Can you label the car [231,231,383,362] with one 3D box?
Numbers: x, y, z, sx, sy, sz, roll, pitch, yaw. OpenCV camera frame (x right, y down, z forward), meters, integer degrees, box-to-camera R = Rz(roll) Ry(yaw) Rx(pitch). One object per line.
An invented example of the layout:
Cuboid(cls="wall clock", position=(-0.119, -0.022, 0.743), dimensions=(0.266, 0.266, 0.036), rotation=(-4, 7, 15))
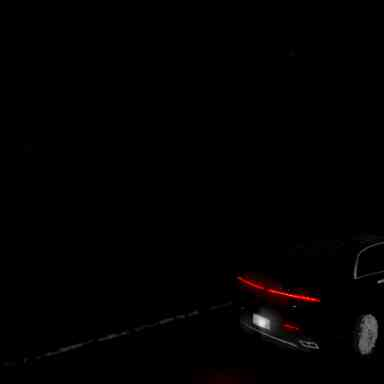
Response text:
Cuboid(cls="car", position=(2.874, 1.463, 5.878), dimensions=(4.892, 1.490, 1.837), rotation=(-1, 0, -36))
